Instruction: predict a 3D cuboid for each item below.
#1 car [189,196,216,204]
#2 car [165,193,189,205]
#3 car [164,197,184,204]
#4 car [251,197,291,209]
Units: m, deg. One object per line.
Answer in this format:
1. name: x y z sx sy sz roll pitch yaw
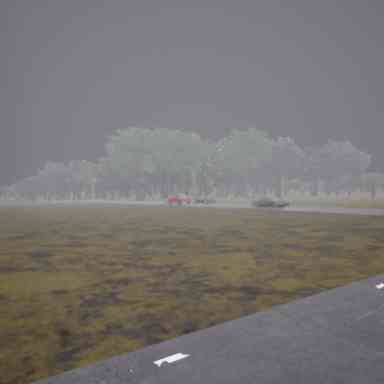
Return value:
1. car: 2.219 1.405 59.665 2.128 1.511 4.902 -2 1 -35
2. car: -2.378 1.252 61.251 2.150 2.045 5.566 -2 1 -36
3. car: -3.676 1.622 67.809 1.895 1.301 4.718 -2 1 -36
4. car: 10.205 1.428 43.539 2.033 1.411 5.357 -2 1 -36
